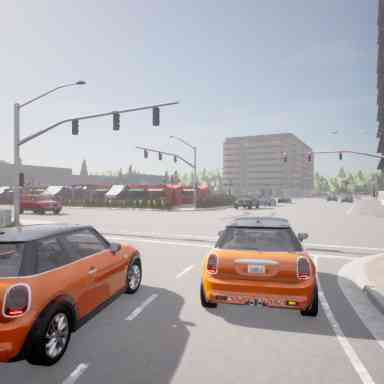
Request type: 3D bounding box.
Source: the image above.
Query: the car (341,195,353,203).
[{"bbox_3d":[32.066,1.595,68.988,1.895,1.301,4.718,0,0,27],"label":"car"}]

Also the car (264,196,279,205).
[{"bbox_3d":[12.027,1.352,53.395,2.097,1.767,4.553,0,0,28],"label":"car"}]

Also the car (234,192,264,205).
[{"bbox_3d":[7.422,1.221,44.553,2.150,2.045,5.566,0,0,27],"label":"car"}]

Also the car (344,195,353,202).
[{"bbox_3d":[36.651,1.500,77.813,1.837,1.490,4.892,0,0,27],"label":"car"}]

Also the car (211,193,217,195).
[{"bbox_3d":[5.019,1.209,86.950,4.605,1.855,1.932,0,0,28],"label":"car"}]

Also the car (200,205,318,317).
[{"bbox_3d":[1.618,1.352,7.816,2.097,1.767,4.553,0,0,14],"label":"car"}]

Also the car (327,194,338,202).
[{"bbox_3d":[33.514,1.355,79.366,2.097,1.767,4.553,0,0,27],"label":"car"}]

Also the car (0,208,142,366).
[{"bbox_3d":[-2.497,1.352,6.104,2.097,1.767,4.553,0,0,10],"label":"car"}]

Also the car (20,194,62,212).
[{"bbox_3d":[-16.148,1.277,34.772,5.566,2.045,2.150,0,0,28],"label":"car"}]

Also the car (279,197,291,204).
[{"bbox_3d":[17.881,1.601,64.523,1.895,1.301,4.718,0,0,28],"label":"car"}]
